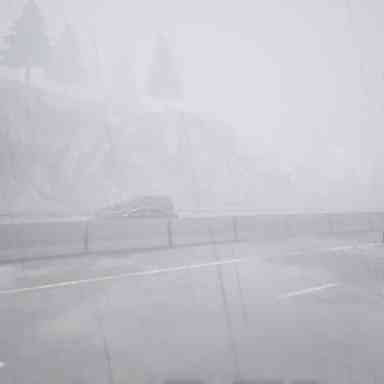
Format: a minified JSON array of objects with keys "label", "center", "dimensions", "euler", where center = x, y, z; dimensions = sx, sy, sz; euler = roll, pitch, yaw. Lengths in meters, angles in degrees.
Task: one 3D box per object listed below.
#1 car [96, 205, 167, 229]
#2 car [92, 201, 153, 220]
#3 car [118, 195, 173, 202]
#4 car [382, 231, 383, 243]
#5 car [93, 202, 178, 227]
[{"label":"car","center":[-4.003,1.586,22.084],"dimensions":[4.181,1.385,1.994],"euler":[1,0,-32]},{"label":"car","center":[-6.016,1.527,29.068],"dimensions":[4.892,1.490,1.837],"euler":[1,0,-31]},{"label":"car","center":[-3.987,1.256,26.241],"dimensions":[5.566,2.045,2.150],"euler":[1,0,-31]},{"label":"car","center":[9.845,1.667,13.768],"dimensions":[4.674,1.442,1.812],"euler":[1,0,-29]},{"label":"car","center":[-3.070,1.513,18.564],"dimensions":[4.902,1.511,2.128],"euler":[1,0,-32]}]
